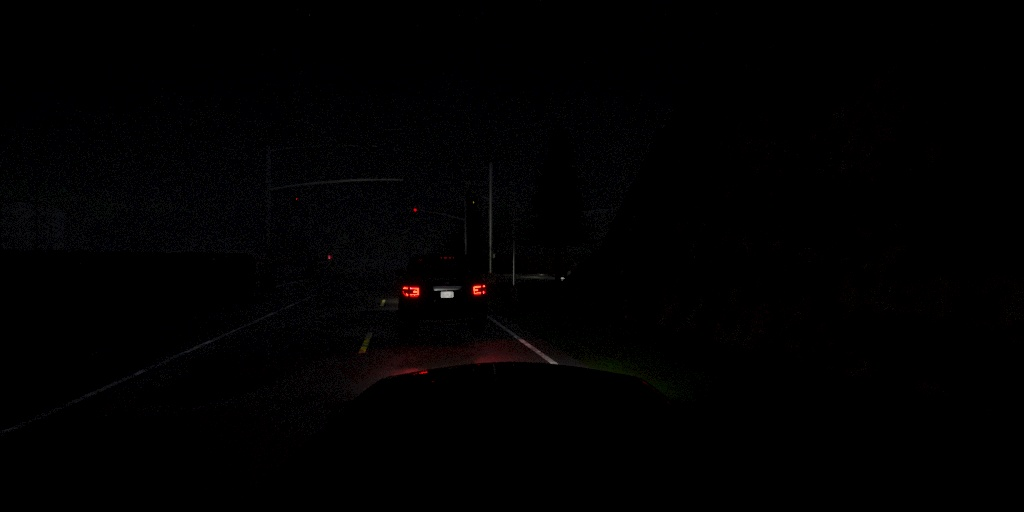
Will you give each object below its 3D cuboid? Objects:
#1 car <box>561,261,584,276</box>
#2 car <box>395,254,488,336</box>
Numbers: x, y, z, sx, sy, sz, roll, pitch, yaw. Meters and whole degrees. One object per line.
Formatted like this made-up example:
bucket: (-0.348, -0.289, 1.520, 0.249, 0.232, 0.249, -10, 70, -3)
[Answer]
car: (6.659, 1.227, 35.261, 5.008, 1.535, 1.882, 0, 0, -19)
car: (-2.230, 0.971, 10.718, 2.150, 2.045, 5.566, 0, 0, -16)
